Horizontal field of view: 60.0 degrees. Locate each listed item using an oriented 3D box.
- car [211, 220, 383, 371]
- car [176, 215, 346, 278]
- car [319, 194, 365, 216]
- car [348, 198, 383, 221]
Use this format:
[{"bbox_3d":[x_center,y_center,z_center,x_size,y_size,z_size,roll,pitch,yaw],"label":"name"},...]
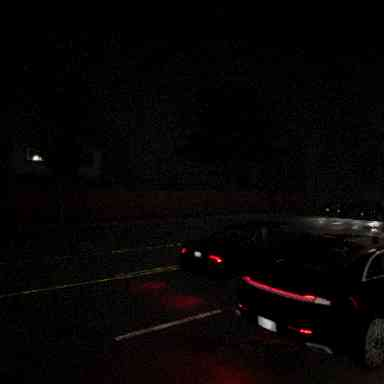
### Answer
[{"bbox_3d":[2.941,1.494,5.719,4.902,1.511,2.128,0,0,-35],"label":"car"},{"bbox_3d":[2.168,1.551,9.464,5.357,1.411,2.033,0,0,-35],"label":"car"},{"bbox_3d":[14.344,1.234,31.292,5.566,2.045,2.150,0,0,-36],"label":"car"},{"bbox_3d":[15.479,1.517,27.803,4.892,1.490,1.837,0,0,-35],"label":"car"}]
